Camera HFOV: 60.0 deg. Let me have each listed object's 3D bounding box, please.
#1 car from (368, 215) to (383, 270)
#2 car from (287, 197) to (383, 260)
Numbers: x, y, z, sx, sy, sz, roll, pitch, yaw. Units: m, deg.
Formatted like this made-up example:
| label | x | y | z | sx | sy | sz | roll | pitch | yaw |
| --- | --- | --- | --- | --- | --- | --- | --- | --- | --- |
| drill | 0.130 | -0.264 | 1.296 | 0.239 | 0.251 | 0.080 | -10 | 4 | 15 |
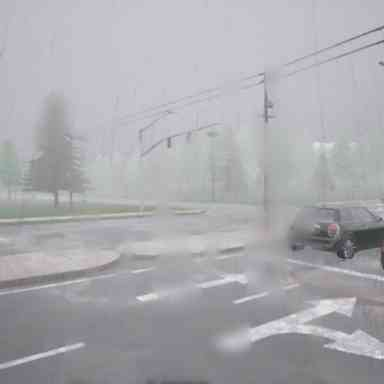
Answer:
| label | x | y | z | sx | sy | sz | roll | pitch | yaw |
| --- | --- | --- | --- | --- | --- | --- | --- | --- | --- |
| car | 6.879 | 1.364 | 8.720 | 5.008 | 1.535 | 1.882 | -1 | 0 | -36 |
| car | 5.573 | 1.228 | 12.108 | 4.553 | 1.767 | 2.097 | -1 | 0 | -36 |
